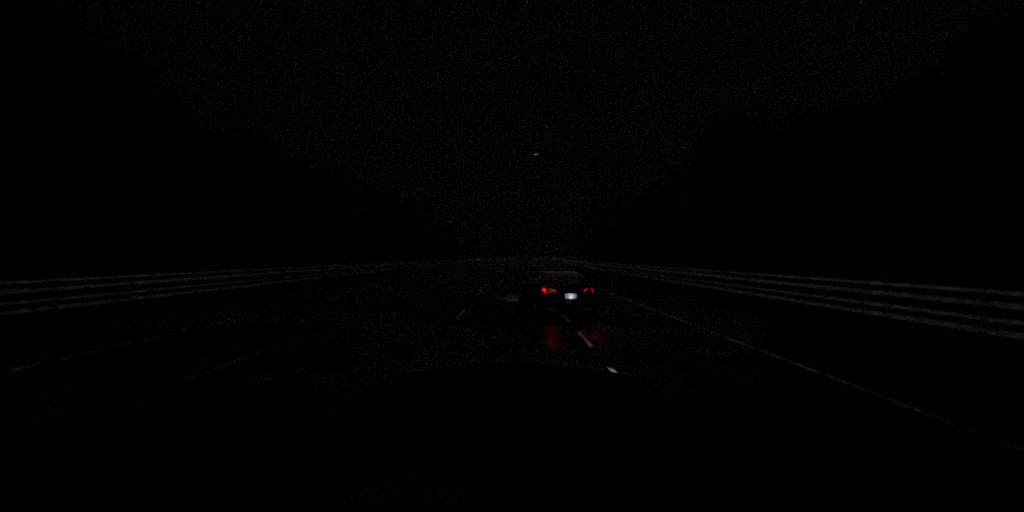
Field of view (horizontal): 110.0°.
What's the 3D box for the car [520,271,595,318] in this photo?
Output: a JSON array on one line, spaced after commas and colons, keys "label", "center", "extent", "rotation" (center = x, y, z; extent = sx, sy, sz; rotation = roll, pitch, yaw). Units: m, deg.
[{"label": "car", "center": [1.514, 1.257, 13.127], "extent": [2.163, 1.488, 4.792], "rotation": [0, 0, -6]}]
